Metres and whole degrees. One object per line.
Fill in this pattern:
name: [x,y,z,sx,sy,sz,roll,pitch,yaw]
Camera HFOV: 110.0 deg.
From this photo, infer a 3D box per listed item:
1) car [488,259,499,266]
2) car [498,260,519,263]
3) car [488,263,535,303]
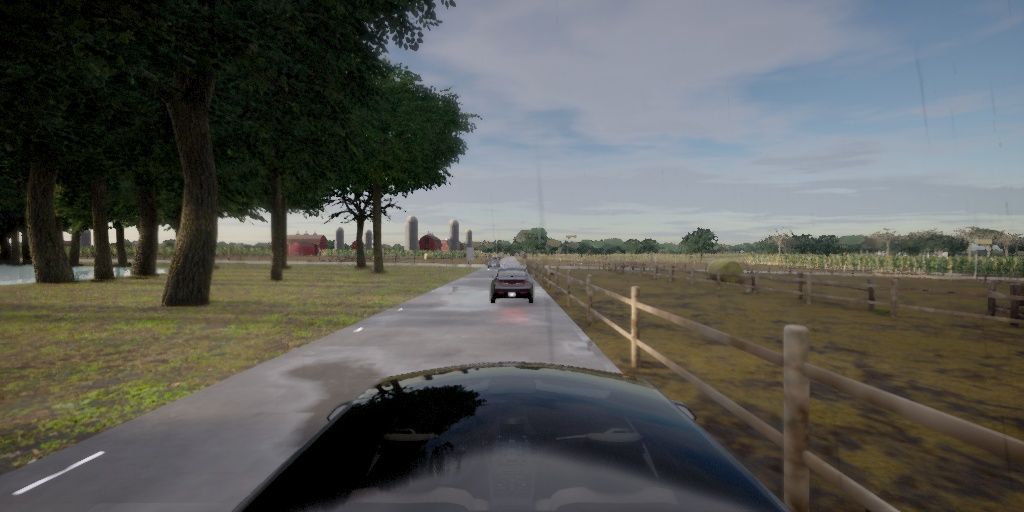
car: [-2.750,1.190,55.506,2.128,1.511,4.902,0,0,0]
car: [0.000,1.209,31.504,1.882,1.535,5.008,0,0,0]
car: [0.000,1.258,16.502,1.837,1.490,4.892,0,0,0]
